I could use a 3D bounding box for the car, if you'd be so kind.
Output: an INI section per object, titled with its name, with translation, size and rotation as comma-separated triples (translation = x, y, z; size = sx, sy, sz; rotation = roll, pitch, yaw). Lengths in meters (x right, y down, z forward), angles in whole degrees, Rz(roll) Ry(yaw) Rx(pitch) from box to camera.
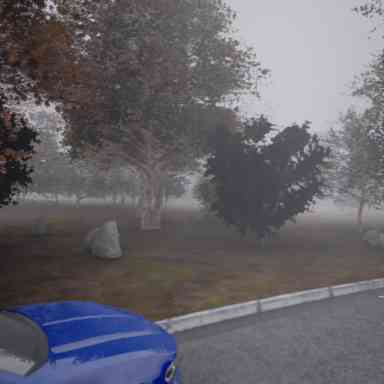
[car]
translation = -2.347, 1.472, 2.197
size = 5.008, 1.535, 2.097
rotation = 1, 0, -38
